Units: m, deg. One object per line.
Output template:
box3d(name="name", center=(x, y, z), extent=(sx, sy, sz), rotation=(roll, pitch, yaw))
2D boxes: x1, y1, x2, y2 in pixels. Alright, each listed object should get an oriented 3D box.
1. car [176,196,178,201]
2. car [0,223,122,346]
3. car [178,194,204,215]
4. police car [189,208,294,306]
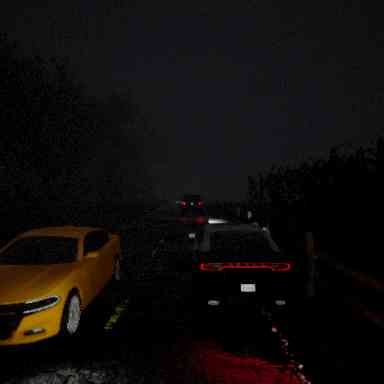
box3d(name="car", center=(-2.869, 1.547, 80.547), extent=(2.033, 1.411, 5.357), rotation=(0, 0, 0))
box3d(name="car", center=(-2.761, 1.476, 6.788), extent=(1.882, 1.535, 5.008), rotation=(0, 0, 0))
box3d(name="car", center=(0.012, 1.217, 33.858), extent=(2.150, 2.045, 5.566), rotation=(0, 0, 0))
box3d(name="police car", center=(0.949, 1.423, 8.235), extent=(1.930, 1.638, 5.238), rotation=(0, 0, 0))
